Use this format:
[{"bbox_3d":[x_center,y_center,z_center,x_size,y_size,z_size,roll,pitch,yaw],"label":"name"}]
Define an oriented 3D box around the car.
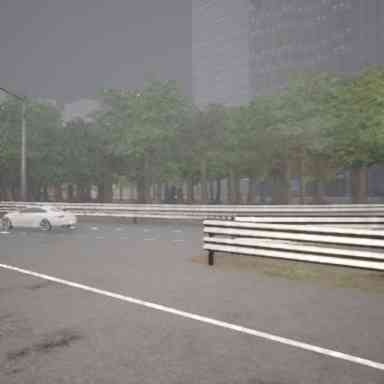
[{"bbox_3d":[-9.126,1.514,19.885,4.674,1.442,1.812,0,0,20],"label":"car"}]
